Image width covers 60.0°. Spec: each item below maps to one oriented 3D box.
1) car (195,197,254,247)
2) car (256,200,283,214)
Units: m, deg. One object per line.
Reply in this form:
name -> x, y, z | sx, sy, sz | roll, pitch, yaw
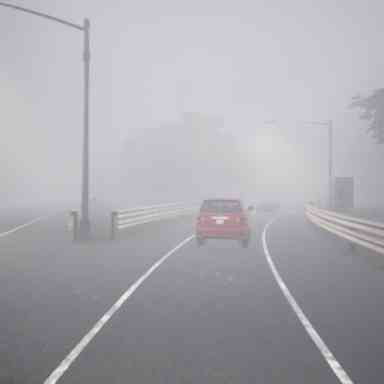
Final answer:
car -> 1.589, 1.230, 15.333 | 2.150, 2.045, 5.566 | 0, 0, 11
car -> 8.376, 1.576, 35.827 | 2.033, 1.411, 5.357 | 0, 0, 26
